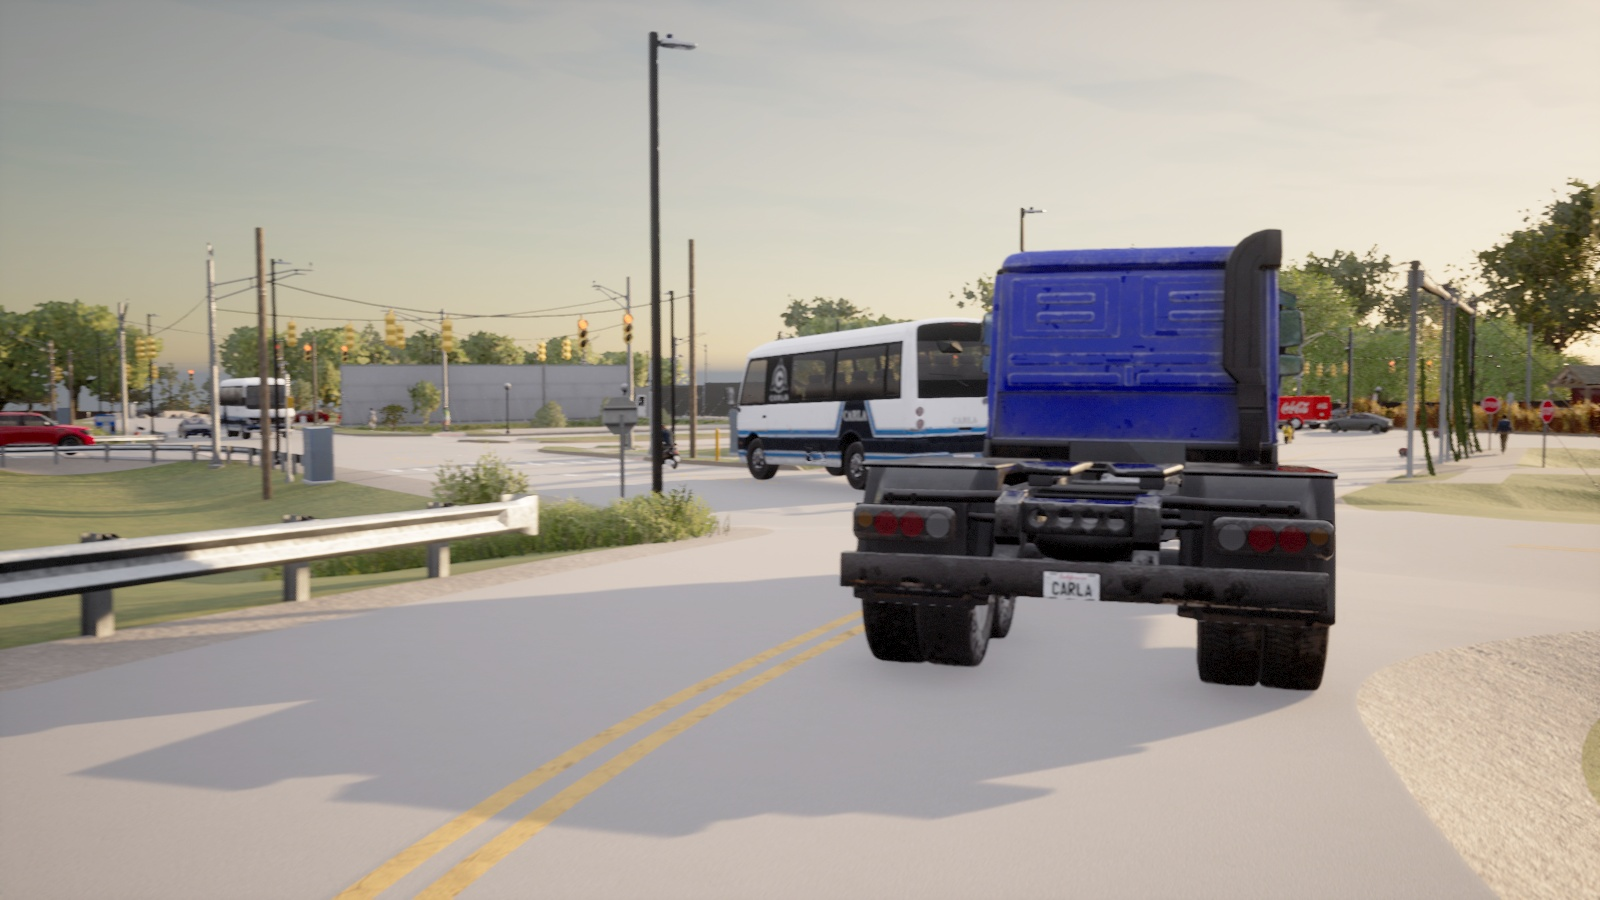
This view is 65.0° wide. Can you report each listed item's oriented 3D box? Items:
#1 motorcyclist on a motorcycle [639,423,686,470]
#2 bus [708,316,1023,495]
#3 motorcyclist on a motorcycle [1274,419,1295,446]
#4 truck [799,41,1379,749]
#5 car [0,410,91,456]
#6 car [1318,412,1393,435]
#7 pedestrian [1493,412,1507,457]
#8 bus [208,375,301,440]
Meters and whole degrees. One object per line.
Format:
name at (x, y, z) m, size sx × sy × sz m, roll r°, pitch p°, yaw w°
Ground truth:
motorcyclist on a motorcycle at (-4.935, -0.138, 44.949) m, size 0.866 × 1.590 × 1.817 m, roll -3°, pitch 3°, yaw -36°
bus at (1.400, -1.199, 35.308) m, size 3.944 × 4.253 × 10.273 m, roll -2°, pitch 2°, yaw -29°
motorcyclist on a motorcycle at (28.097, -1.042, 72.793) m, size 0.797 × 1.523 × 2.044 m, roll 2°, pitch 3°, yaw 30°
truck at (2.583, -0.333, 10.362) m, size 2.891 × 3.462 × 7.936 m, roll 1°, pitch 1°, yaw 17°
car at (-36.138, -0.811, 58.171) m, size 5.566 × 2.045 × 2.150 m, roll -2°, pitch 3°, yaw -32°
car at (37.443, -1.795, 84.681) m, size 4.181 × 1.385 × 1.994 m, roll 3°, pitch 5°, yaw 42°
pedestrian at (31.030, -0.698, 55.667) m, size 0.423 × 1.949 × 0.788 m, roll 2°, pitch 4°, yaw 32°
bus at (-38.693, -3.061, 88.829) m, size 3.944 × 4.253 × 10.273 m, roll -3°, pitch 3°, yaw -35°
